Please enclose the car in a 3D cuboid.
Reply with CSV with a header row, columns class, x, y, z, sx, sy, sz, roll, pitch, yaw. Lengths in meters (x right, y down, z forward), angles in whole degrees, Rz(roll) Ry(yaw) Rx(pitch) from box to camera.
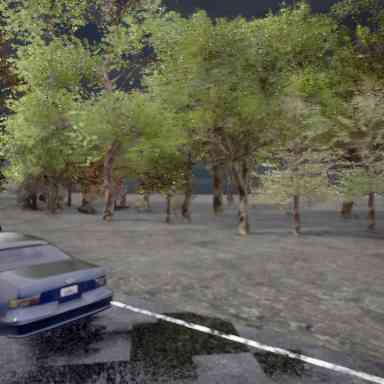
class,x,y,z,sx,sy,sz,roll,pitch,yaw
car,-3.889,1.523,6.462,5.357,1.411,2.033,0,0,36
